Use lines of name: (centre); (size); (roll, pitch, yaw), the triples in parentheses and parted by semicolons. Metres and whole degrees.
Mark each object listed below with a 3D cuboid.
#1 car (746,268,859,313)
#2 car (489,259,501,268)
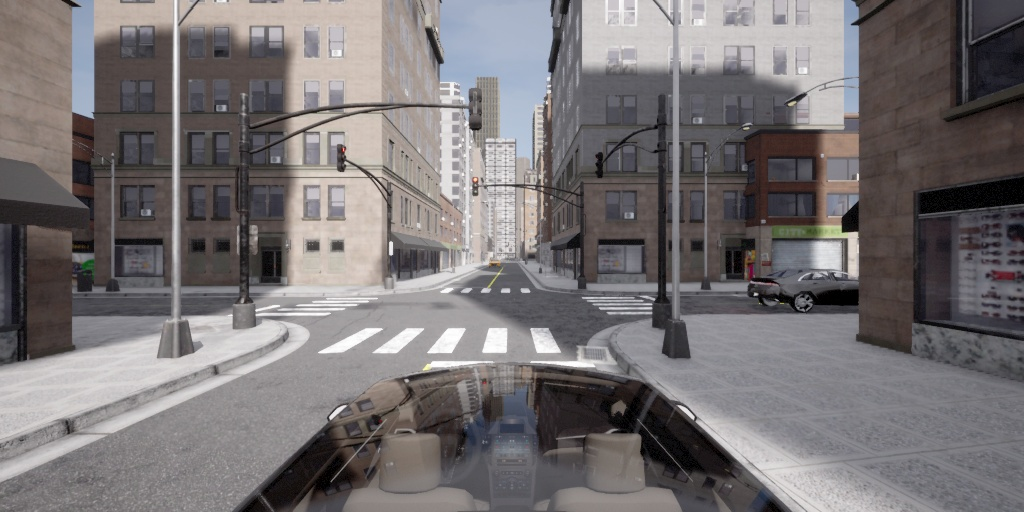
car: (11.428, 1.209, 13.234); (4.902, 1.511, 2.128); (0, 0, 0)
car: (-2.995, 1.208, 62.919); (1.882, 1.535, 5.008); (0, 0, 0)
